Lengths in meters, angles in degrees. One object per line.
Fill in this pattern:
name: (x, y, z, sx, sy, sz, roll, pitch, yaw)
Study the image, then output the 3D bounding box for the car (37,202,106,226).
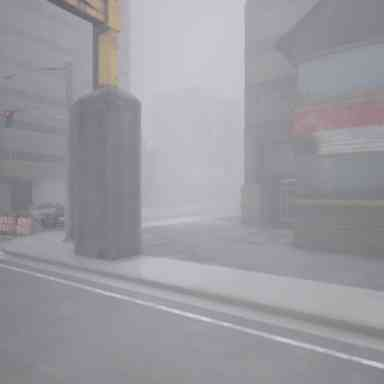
car: (-7.504, 1.291, 21.267, 1.853, 1.218, 4.536, 0, 0, 15)

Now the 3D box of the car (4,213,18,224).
car: (-10.715, 1.448, 23.897, 4.974, 1.542, 2.038, 0, 0, -30)

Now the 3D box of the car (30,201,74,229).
car: (-7.518, 1.449, 21.217, 2.038, 1.542, 4.974, 0, 0, 15)

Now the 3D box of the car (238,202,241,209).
car: (7.721, 1.448, 43.018, 2.038, 1.542, 4.974, 0, 0, 35)

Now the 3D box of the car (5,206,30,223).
car: (-10.670, 1.290, 23.923, 4.536, 1.218, 1.853, 0, 0, -30)
